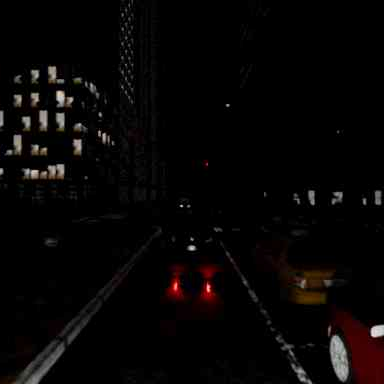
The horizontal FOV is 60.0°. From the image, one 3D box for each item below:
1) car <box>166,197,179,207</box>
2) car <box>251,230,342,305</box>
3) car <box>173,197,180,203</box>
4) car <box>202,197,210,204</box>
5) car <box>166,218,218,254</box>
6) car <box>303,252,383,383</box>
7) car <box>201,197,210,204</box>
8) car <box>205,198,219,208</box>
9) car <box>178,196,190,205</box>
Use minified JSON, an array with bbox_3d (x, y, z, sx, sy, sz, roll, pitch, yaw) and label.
[{"bbox_3d":[-4.096,2.199,64.623,1.802,1.307,4.206,0,-1,0],"label":"car"},{"bbox_3d":[2.563,1.603,8.211,1.752,1.417,4.829,0,-1,0],"label":"car"},{"bbox_3d":[-4.252,2.291,92.262,1.967,1.590,4.097,0,0,0],"label":"car"},{"bbox_3d":[3.659,2.245,86.779,1.967,1.590,4.097,0,0,0],"label":"car"},{"bbox_3d":[-0.004,1.734,14.110,1.895,1.301,4.718,0,0,0],"label":"car"},{"bbox_3d":[2.564,1.569,2.490,1.887,1.381,4.507,0,-1,0],"label":"car"},{"bbox_3d":[3.691,2.074,81.252,2.192,1.841,5.009,0,0,0],"label":"car"},{"bbox_3d":[3.864,2.134,59.142,1.947,1.339,4.313,0,-1,0],"label":"car"},{"bbox_3d":[-1.602,1.951,77.183,2.150,2.045,5.566,0,0,0],"label":"car"}]
